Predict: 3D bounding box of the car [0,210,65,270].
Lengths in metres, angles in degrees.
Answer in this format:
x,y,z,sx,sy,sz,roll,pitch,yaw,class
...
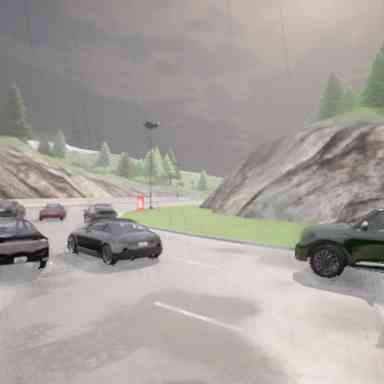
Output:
x,y,z,sx,sy,sz,roll,pitch,yaw,class
-6.011,1.534,10.390,2.128,1.511,4.902,0,0,-41,car

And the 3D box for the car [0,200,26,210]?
x,y,z,sx,sy,sz,roll,pitch,yaw,class
-15.400,1.466,27.936,2.097,1.767,4.553,0,0,-18,car

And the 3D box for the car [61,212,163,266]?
x,y,z,sx,sy,sz,roll,pitch,yaw,class
-2.903,1.632,12.097,1.994,1.385,4.181,1,0,-42,car

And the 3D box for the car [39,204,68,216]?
x,y,z,sx,sy,sz,roll,pitch,yaw,class
-12.230,1.703,29.497,1.994,1.385,4.181,0,0,-16,car

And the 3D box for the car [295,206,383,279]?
x,y,z,sx,sy,sz,roll,pitch,yaw,class
5.622,1.307,8.677,5.566,2.045,2.150,0,0,37,car

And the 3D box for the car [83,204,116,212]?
x,y,z,sx,sy,sz,roll,pitch,yaw,class
-6.718,1.635,24.319,1.837,1.490,4.892,0,0,-25,car
